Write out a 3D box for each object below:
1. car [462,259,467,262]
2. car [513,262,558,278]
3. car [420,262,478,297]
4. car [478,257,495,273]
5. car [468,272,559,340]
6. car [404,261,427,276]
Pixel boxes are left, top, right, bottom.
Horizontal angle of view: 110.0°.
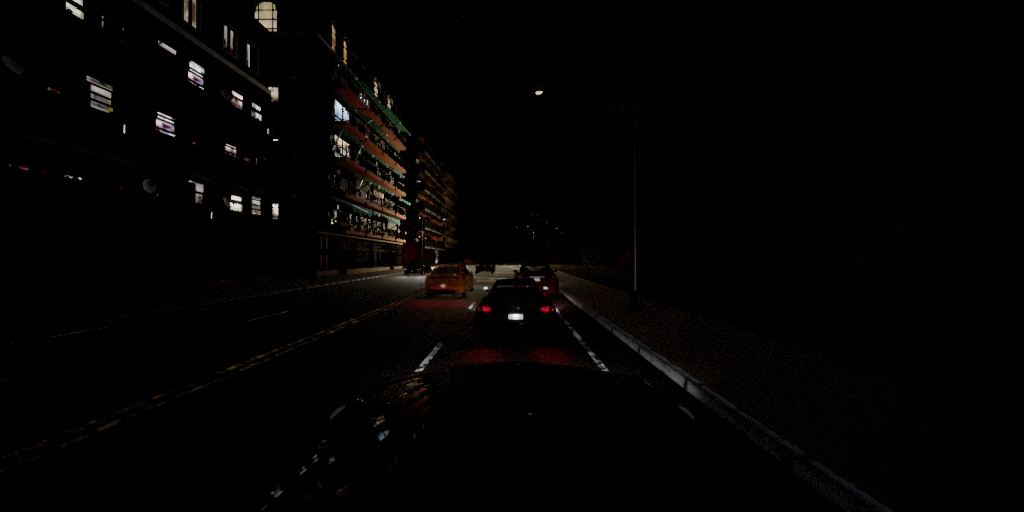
[{"bbox_3d":[-6.569,1.353,40.292,1.895,1.301,4.718,0,0,0],"label":"car"},{"bbox_3d":[1.151,1.103,18.533,2.097,1.767,4.553,0,0,0],"label":"car"},{"bbox_3d":[-3.137,1.230,18.834,1.882,1.535,5.008,0,0,0],"label":"car"},{"bbox_3d":[-3.115,1.105,43.120,2.097,1.767,4.553,0,0,0],"label":"car"},{"bbox_3d":[0.101,1.315,9.954,1.994,1.385,4.181,0,0,0],"label":"car"},{"bbox_3d":[-9.821,1.257,37.477,1.837,1.490,4.892,0,0,0],"label":"car"}]
